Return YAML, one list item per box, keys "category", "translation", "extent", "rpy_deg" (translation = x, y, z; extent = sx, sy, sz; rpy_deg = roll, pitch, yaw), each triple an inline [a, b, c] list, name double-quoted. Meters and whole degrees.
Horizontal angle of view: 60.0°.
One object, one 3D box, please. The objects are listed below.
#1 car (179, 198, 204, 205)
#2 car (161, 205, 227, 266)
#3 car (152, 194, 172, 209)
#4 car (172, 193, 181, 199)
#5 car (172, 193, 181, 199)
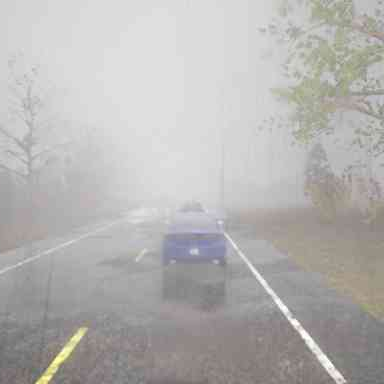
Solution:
- category: "car"
  translation: [0.008, 1.429, 27.347]
  extent: [1.994, 1.385, 4.181]
  rpy_deg: [0, 0, 0]
- category: "car"
  translation: [0.066, 1.422, 11.332]
  extent: [1.882, 1.535, 5.008]
  rpy_deg: [0, 0, 0]
- category: "car"
  translation: [-3.851, 1.304, 42.467]
  extent: [1.812, 1.442, 4.674]
  rpy_deg: [0, 0, -2]
- category: "car"
  translation: [-3.693, 0.903, 75.768]
  extent: [2.128, 1.511, 4.902]
  rpy_deg: [0, 0, -2]
- category: "car"
  translation: [-3.838, 0.978, 83.239]
  extent: [1.895, 1.301, 4.718]
  rpy_deg: [0, 0, 0]
